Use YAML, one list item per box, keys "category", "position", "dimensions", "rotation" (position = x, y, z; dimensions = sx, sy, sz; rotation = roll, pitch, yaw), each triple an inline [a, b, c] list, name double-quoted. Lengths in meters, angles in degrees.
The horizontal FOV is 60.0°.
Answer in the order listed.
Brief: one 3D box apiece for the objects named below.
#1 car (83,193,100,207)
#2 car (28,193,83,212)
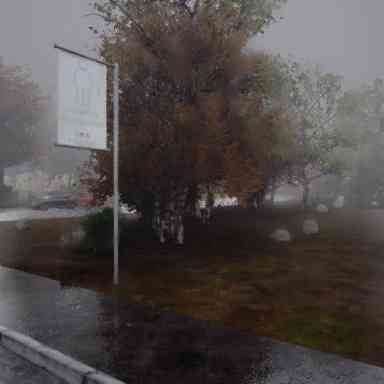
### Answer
- category: "car"
  position: [-15.486, 1.188, 46.172]
  dimensions: [2.150, 2.045, 5.566]
  rotation: [0, 2, 38]
- category: "car"
  position: [-16.355, 1.212, 39.443]
  dimensions: [2.150, 2.045, 5.566]
  rotation: [0, 0, 39]
